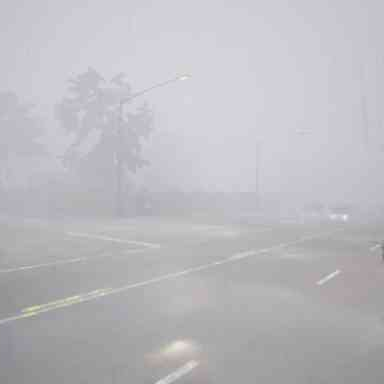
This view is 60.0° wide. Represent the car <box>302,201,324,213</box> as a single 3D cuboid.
[{"bbox_3d":[16.952,2.090,46.393,1.837,1.490,4.892,1,0,38],"label":"car"}]

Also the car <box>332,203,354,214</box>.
[{"bbox_3d":[20.607,2.231,45.399,1.895,1.301,4.718,1,0,38],"label":"car"}]

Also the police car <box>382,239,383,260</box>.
[{"bbox_3d":[8.594,1.697,12.600,1.930,1.638,5.238,1,-1,38],"label":"police car"}]
